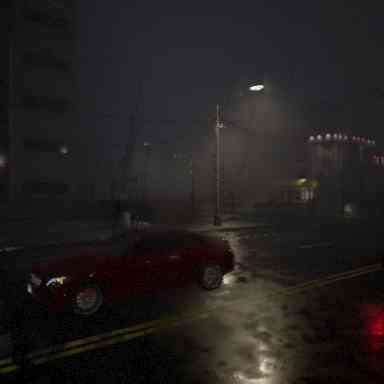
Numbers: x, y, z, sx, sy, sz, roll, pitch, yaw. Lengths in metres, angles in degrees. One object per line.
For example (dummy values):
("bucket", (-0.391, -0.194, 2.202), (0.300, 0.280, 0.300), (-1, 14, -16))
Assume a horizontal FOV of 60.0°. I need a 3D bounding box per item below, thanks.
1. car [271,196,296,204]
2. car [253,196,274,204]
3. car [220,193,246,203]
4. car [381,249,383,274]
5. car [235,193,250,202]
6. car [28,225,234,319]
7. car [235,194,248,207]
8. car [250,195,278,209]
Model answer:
("car", (16.995, 1.434, 61.451), (4.674, 1.452, 2.002), (0, 0, -36))
("car", (14.089, 1.466, 65.453), (3.806, 1.475, 1.970), (0, 0, -36))
("car", (8.986, 1.242, 72.319), (5.566, 2.045, 2.435), (0, 0, -36))
("car", (6.599, 1.529, 8.463), (4.674, 1.442, 1.812), (0, 0, -35))
("car", (11.184, 1.412, 69.597), (4.786, 1.482, 2.161), (0, 0, -36))
("car", (-1.101, 1.526, 7.507), (4.674, 1.442, 1.812), (0, 0, -36))
("car", (5.608, 1.414, 48.531), (4.193, 1.474, 1.816), (0, 0, -36))
("car", (10.085, 1.263, 42.391), (4.553, 1.767, 2.185), (0, 0, -36))
